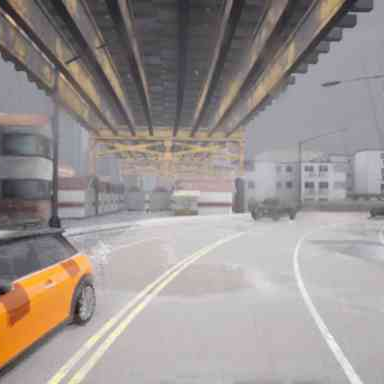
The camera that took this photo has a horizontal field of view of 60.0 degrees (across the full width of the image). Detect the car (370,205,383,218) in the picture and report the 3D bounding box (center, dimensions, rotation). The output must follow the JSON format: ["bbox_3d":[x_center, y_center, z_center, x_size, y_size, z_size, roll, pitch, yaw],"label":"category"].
[{"bbox_3d":[21.650,2.185,36.656,4.902,1.511,2.128,2,-2,-32],"label":"car"}]

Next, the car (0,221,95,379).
[{"bbox_3d":[-3.046,1.373,4.274,2.097,1.767,4.553,0,0,8],"label":"car"}]

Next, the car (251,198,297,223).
[{"bbox_3d":[7.341,1.530,29.321,2.150,2.045,5.566,-1,-2,40],"label":"car"}]
